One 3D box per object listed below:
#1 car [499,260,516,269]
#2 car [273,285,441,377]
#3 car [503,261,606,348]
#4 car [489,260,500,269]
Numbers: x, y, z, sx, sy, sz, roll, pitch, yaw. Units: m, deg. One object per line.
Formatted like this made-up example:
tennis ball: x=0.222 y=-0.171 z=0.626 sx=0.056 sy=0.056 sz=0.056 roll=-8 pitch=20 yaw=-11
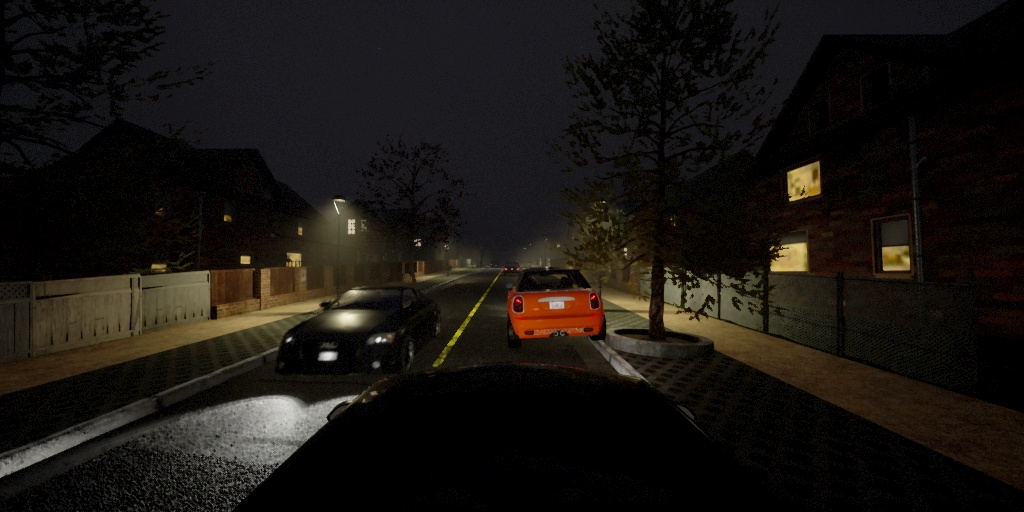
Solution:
car: x=0.017 y=1.361 z=38.211 sx=2.033 sy=1.411 sz=5.357 roll=0 pitch=0 yaw=0
car: x=-2.759 y=1.320 z=7.364 sx=1.994 sy=1.385 sz=4.181 roll=0 pitch=0 yaw=0
car: x=0.910 y=1.060 z=9.434 sx=2.097 sy=1.767 sz=4.553 roll=-3 pitch=-1 yaw=0
car: x=-2.852 y=1.396 z=62.545 sx=1.837 sy=1.490 sz=4.892 roll=0 pitch=0 yaw=0
